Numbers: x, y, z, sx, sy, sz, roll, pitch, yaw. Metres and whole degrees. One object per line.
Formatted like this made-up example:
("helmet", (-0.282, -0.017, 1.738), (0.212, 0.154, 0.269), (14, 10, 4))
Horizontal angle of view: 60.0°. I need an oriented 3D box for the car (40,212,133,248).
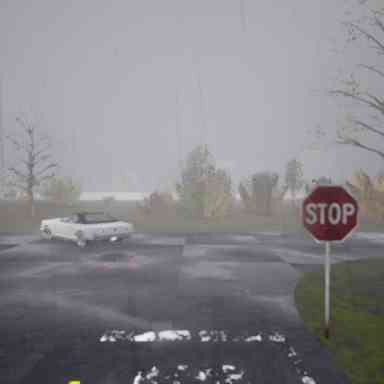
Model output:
("car", (-4.774, 1.523, 14.579), (4.718, 1.301, 1.895), (1, 0, 41))
